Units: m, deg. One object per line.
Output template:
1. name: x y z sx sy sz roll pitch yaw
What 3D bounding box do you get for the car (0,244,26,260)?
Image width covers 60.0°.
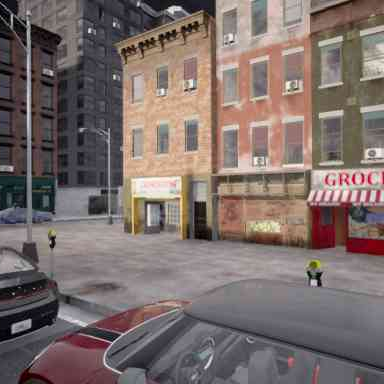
1. car: -4.044 1.552 5.695 4.403 1.369 2.008 0 0 35

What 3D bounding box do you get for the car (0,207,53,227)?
1. car: -13.448 1.888 25.362 2.033 1.411 5.357 -1 -2 36

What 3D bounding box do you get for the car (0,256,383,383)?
1. car: 0.440 1.440 2.504 4.097 1.590 1.967 0 0 35
